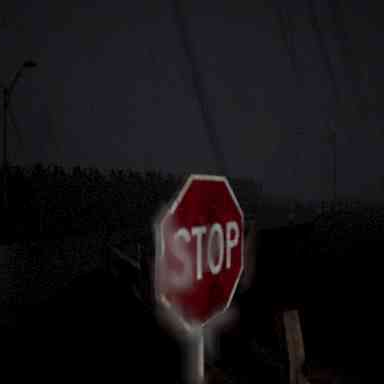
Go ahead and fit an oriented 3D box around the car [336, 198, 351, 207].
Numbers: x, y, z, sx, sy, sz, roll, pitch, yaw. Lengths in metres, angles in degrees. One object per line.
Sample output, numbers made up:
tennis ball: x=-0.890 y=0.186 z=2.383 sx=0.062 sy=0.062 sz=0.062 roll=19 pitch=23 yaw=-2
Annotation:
car: x=23.070 y=1.584 z=50.936 sx=2.033 sy=1.411 sz=5.357 roll=0 pitch=0 yaw=34
